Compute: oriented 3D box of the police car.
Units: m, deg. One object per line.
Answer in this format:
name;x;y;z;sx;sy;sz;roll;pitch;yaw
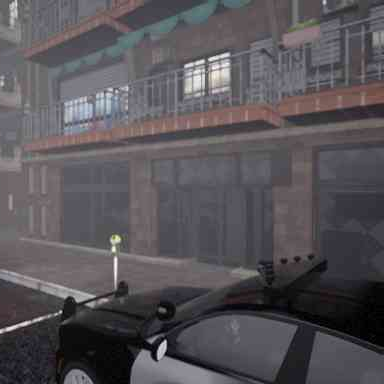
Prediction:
police car;0.756;1.421;2.881;5.238;1.638;1.930;0;0;35
